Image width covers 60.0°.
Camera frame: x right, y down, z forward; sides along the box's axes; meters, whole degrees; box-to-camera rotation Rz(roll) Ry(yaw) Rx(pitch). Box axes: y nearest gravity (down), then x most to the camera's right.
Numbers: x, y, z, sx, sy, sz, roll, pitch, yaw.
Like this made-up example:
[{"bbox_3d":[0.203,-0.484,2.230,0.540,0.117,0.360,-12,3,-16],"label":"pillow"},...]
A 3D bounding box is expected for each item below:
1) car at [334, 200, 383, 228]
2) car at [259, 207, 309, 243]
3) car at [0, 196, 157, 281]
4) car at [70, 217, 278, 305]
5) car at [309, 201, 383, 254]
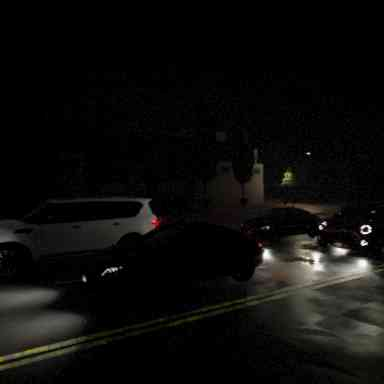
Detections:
[{"bbox_3d":[11.461,1.404,22.752,2.128,1.511,4.902,0,0,37],"label":"car"},{"bbox_3d":[4.285,1.455,15.663,4.674,1.442,1.812,0,0,-38],"label":"car"},{"bbox_3d":[-3.641,1.159,9.971,5.566,2.045,2.150,0,0,-34],"label":"car"},{"bbox_3d":[-0.263,1.482,8.075,4.674,1.442,1.812,0,0,-35],"label":"car"},{"bbox_3d":[6.989,1.301,13.377,4.553,1.767,2.097,0,0,-40],"label":"car"}]
